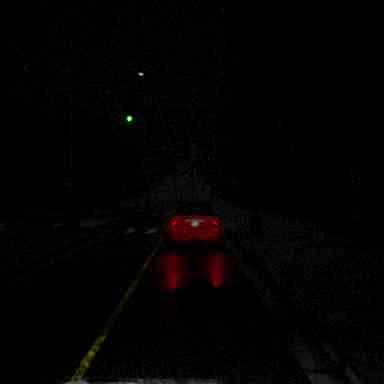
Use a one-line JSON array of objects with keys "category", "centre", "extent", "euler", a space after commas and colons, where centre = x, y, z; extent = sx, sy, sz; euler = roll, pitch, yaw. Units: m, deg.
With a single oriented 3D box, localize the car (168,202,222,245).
[{"category": "car", "centre": [0.119, 1.213, 14.761], "extent": [2.097, 1.767, 4.553], "euler": [0, 1, 0]}]
